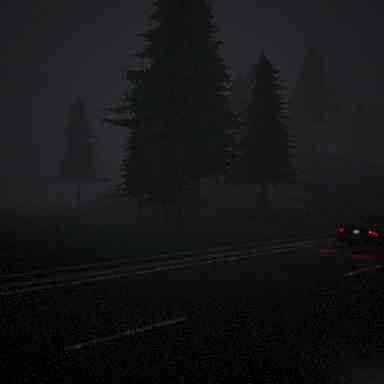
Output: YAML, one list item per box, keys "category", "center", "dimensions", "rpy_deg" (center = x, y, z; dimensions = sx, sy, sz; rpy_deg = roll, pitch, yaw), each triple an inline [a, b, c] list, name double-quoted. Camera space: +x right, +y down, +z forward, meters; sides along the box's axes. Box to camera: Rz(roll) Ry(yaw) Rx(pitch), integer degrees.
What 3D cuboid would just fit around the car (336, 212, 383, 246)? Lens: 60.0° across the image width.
- category: "car"
  center: [8.269, 1.563, 14.066]
  dimensions: [5.357, 1.411, 2.033]
  rpy_deg: [0, 0, -35]
